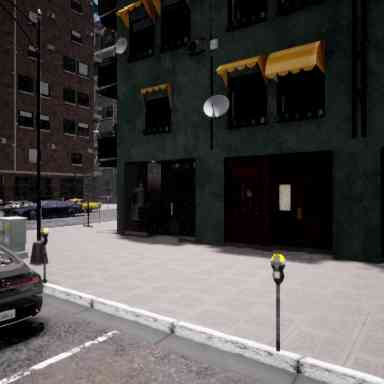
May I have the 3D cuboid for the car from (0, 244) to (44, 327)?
[{"bbox_3d":[-4.458,1.551,6.072,4.403,1.369,2.008,0,0,36],"label":"car"}]

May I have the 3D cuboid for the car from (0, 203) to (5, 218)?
[{"bbox_3d":[-13.974,1.350,26.105,2.008,1.369,4.403,1,1,35],"label":"car"}]

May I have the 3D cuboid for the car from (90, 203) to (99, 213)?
[{"bbox_3d":[-10.874,1.250,30.522,1.752,1.417,4.829,1,1,35],"label":"car"}]

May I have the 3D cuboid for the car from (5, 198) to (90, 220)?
[{"bbox_3d":[-11.020,1.327,25.778,2.033,1.411,5.357,0,1,39],"label":"car"}]
